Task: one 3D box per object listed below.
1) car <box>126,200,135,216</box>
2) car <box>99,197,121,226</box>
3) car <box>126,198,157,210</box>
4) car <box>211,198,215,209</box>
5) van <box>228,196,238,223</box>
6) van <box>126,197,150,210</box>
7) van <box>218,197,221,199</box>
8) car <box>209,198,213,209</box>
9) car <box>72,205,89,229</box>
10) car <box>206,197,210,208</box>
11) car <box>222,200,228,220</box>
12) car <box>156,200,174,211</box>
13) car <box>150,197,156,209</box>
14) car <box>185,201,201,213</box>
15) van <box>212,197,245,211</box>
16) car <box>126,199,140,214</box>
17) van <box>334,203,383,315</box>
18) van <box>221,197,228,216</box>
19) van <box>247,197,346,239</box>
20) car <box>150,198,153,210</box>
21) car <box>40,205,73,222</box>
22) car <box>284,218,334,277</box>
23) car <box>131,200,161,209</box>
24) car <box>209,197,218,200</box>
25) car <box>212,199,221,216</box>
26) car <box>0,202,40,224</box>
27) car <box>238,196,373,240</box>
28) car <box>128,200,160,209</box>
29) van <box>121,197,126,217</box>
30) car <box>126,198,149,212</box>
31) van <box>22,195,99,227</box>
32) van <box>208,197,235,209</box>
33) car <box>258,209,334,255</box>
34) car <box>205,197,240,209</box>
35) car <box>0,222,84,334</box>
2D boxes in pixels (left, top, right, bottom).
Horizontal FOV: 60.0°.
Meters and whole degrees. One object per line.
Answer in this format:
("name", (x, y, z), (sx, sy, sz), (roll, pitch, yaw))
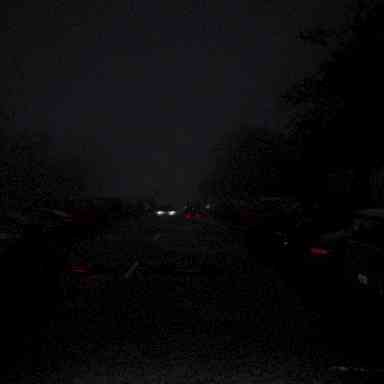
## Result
("car", (-8.037, 1.676, 30.780), (4.674, 1.452, 2.002), (0, -1, 0))
("car", (-8.011, 1.256, 22.474), (5.566, 2.045, 2.435), (0, 0, 0))
("car", (-8.008, 1.896, 52.985), (4.553, 1.767, 2.185), (0, -1, 0))
("car", (5.036, 1.776, 38.921), (5.008, 1.535, 2.097), (0, -1, 0))
("van", (4.924, 1.281, 22.456), (4.442, 1.987, 1.878), (0, -1, 0))
("van", (-7.922, 1.602, 41.888), (4.442, 1.987, 1.878), (0, -1, 0))
("van", (5.158, 1.455, 33.386), (4.442, 1.987, 1.878), (0, -1, 0))
("car", (5.036, 1.826, 41.817), (5.008, 1.535, 2.097), (0, -1, 0))
("car", (-8.037, 1.541, 16.921), (4.674, 1.452, 2.002), (0, 0, 0))
("car", (5.034, 1.969, 50.002), (4.892, 1.521, 2.231), (0, -1, 0))
("car", (5.045, 1.537, 25.073), (5.008, 1.535, 2.097), (0, -1, 0))
("car", (-3.585, 1.912, 46.913), (1.882, 1.535, 5.008), (0, -1, 0))
("car", (-8.067, 1.720, 50.216), (5.566, 2.045, 2.435), (0, -1, 0))
("car", (0.101, 1.846, 42.316), (2.128, 1.511, 4.902), (0, -1, 0))
("van", (5.158, 1.694, 47.235), (4.442, 1.987, 1.878), (0, -1, 0))
("car", (-8.069, 1.713, 33.558), (4.792, 1.488, 2.163), (0, -1, 0))
("van", (5.156, 1.261, 5.827), (4.442, 1.987, 1.878), (0, 0, 0))
("van", (4.923, 1.359, 27.847), (4.442, 1.987, 1.878), (0, -1, 0))
("van", (5.157, 1.275, 16.908), (4.442, 1.987, 1.878), (0, 0, 0))
("car", (-8.037, 1.916, 44.660), (4.674, 1.452, 2.002), (0, -1, 0))
("car", (-8.045, 1.497, 14.145), (5.008, 1.535, 2.097), (0, 0, 0))
("car", (5.038, 1.530, 8.471), (4.674, 1.452, 2.002), (0, 0, 0))
("car", (-8.033, 2.142, 58.530), (4.892, 1.521, 2.231), (0, -1, 0))
("car", (5.009, 1.746, 44.464), (4.553, 1.767, 2.185), (0, -1, 0))
("car", (4.856, 1.630, 30.611), (5.366, 1.575, 1.946), (0, -1, 0))
("car", (-8.071, 1.368, 11.369), (4.553, 1.767, 2.185), (0, 0, 0))
("car", (5.012, 1.246, 14.137), (5.566, 2.045, 2.435), (0, 0, 0))
("car", (-8.032, 2.077, 55.759), (5.008, 1.535, 2.097), (0, -1, 0))
("van", (-8.156, 1.362, 28.009), (4.442, 1.987, 1.878), (0, -1, 0))
("car", (-8.034, 1.779, 39.108), (5.008, 1.535, 2.097), (0, -1, 0))
("van", (-8.156, 1.278, 19.698), (4.442, 1.987, 1.878), (0, 0, 0))
("van", (5.159, 1.912, 58.432), (4.442, 1.987, 1.878), (0, -1, 0))
("car", (5.034, 1.493, 11.242), (5.008, 1.535, 2.097), (0, 0, 0))
("car", (5.069, 1.820, 55.542), (5.566, 2.045, 2.435), (0, -1, 0))
("car", (-3.619, 1.533, 5.833), (1.812, 1.442, 4.674), (0, 0, -1))
